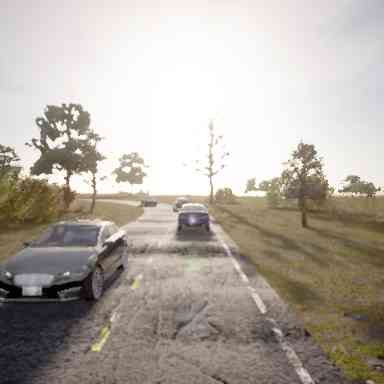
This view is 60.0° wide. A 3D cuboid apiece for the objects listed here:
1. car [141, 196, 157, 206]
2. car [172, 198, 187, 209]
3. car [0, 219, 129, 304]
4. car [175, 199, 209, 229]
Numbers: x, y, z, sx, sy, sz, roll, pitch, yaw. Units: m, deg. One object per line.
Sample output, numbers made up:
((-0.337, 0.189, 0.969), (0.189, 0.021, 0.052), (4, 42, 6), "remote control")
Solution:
((-6.782, 1.431, 52.176), (1.882, 1.535, 5.008), (0, 0, -19), "car")
((-1.289, 1.483, 41.240), (1.837, 1.490, 4.892), (0, 0, -10), "car")
((-2.854, 1.495, 8.382), (2.128, 1.511, 4.902), (0, 0, 0), "car")
((0.096, 1.484, 21.488), (1.882, 1.535, 5.008), (0, 0, 0), "car")
